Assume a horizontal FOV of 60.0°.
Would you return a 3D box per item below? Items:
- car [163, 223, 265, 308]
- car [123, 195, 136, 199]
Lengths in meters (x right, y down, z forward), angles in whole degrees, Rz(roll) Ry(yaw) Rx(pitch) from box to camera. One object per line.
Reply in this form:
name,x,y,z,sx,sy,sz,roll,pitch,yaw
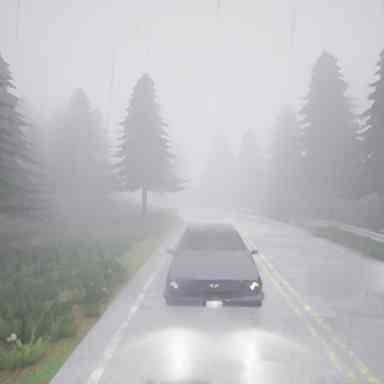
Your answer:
car,0.487,1.520,8.330,2.033,1.411,5.357,0,0,2
car,-11.347,1.187,59.002,1.994,1.385,4.181,2,-2,-27
